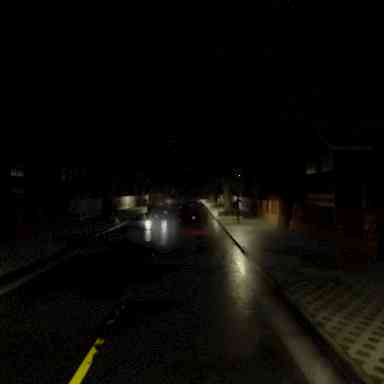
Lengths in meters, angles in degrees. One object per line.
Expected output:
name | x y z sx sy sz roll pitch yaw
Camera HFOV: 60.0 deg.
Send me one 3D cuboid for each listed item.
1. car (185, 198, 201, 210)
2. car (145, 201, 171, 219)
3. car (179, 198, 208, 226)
car | 0.106 1.459 41.709 1.812 1.442 4.674 0 0 0
car | -2.748 1.504 28.420 2.033 1.411 5.357 0 0 0
car | 0.101 1.442 23.051 1.882 1.535 5.008 0 0 0
